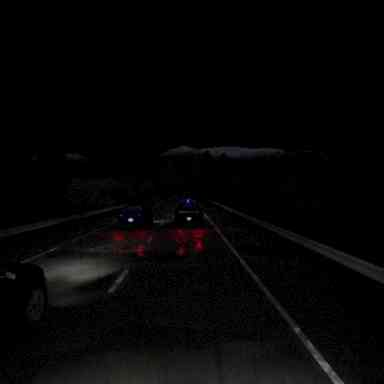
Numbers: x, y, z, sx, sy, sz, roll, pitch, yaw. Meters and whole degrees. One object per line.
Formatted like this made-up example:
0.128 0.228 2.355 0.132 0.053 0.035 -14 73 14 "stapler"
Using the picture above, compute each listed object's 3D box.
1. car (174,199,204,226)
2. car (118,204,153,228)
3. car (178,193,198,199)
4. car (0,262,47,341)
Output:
-0.220 1.468 23.356 2.128 1.511 4.902 0 0 -1 "car"
-3.703 1.506 22.186 1.812 1.442 4.674 0 0 -1 "car"
-0.492 1.179 41.073 2.150 2.045 5.566 0 0 -1 "car"
-3.456 1.489 3.962 2.128 1.511 4.902 0 0 0 "car"
